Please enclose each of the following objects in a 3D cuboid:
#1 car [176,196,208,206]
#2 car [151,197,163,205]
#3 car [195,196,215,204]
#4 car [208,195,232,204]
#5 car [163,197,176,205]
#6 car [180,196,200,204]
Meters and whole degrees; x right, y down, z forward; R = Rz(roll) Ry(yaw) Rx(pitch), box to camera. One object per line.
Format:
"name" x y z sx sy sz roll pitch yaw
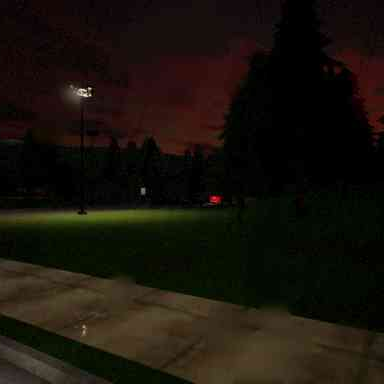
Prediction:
"car" 0.042 1.491 53.904 2.128 1.511 4.902 0 0 34
"car" -5.329 1.564 58.469 1.994 1.385 4.181 0 0 34
"car" 2.563 1.526 64.276 1.812 1.442 4.674 0 0 33
"car" 5.512 1.221 62.390 2.150 2.045 5.566 0 0 33
"car" -2.399 1.564 56.554 1.994 1.385 4.181 0 0 34
"car" -0.369 1.526 66.188 1.812 1.442 4.674 0 0 33
